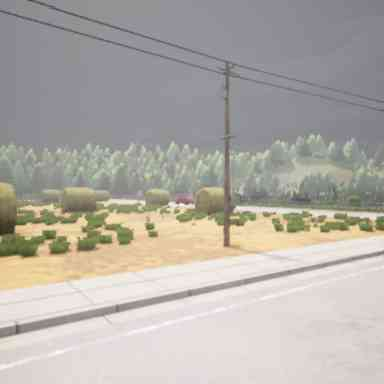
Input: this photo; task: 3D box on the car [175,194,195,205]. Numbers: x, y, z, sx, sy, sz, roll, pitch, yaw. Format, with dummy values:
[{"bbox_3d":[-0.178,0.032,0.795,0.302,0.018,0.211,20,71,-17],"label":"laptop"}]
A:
[{"bbox_3d":[-0.909,1.346,59.122,2.150,2.045,5.566,0,0,-32],"label":"car"}]
